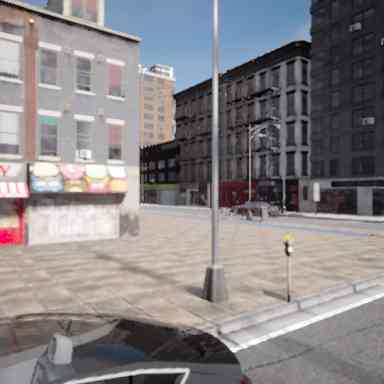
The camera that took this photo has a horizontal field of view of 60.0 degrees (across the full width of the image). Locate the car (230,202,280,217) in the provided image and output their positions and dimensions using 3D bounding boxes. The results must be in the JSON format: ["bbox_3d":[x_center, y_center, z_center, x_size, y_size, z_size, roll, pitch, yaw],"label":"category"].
[{"bbox_3d":[6.130,1.656,33.111,2.033,1.411,5.357,0,0,-36],"label":"car"}]

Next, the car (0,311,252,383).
[{"bbox_3d":[-1.538,1.565,1.716,4.313,1.339,1.947,0,0,-36],"label":"car"}]
